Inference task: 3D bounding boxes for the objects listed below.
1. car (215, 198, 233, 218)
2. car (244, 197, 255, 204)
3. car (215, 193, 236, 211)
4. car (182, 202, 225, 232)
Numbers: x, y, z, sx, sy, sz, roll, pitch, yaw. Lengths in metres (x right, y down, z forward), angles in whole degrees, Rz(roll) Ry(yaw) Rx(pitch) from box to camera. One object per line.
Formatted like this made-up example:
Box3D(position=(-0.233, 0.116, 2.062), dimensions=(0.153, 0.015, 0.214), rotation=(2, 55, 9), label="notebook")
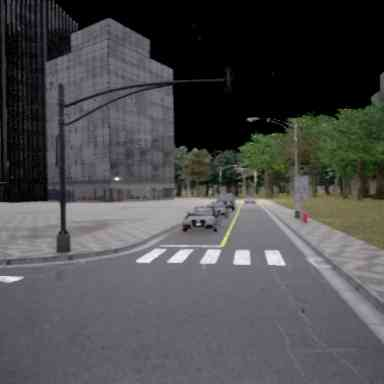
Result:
Box3D(position=(2.318, 1.544, 29.832), dimensions=(1.994, 1.385, 4.181), rotation=(-1, 0, 10), label="car")
Box3D(position=(10.161, 1.464, 58.543), dimensions=(1.895, 1.301, 4.718), rotation=(-1, 0, 9), label="car")
Box3D(position=(4.125, 1.177, 40.384), dimensions=(2.150, 2.045, 5.566), rotation=(-1, 0, 10), label="car")
Box3D(position=(0.664, 1.564, 20.055), dimensions=(1.994, 1.385, 4.181), rotation=(-1, 0, 9), label="car")
